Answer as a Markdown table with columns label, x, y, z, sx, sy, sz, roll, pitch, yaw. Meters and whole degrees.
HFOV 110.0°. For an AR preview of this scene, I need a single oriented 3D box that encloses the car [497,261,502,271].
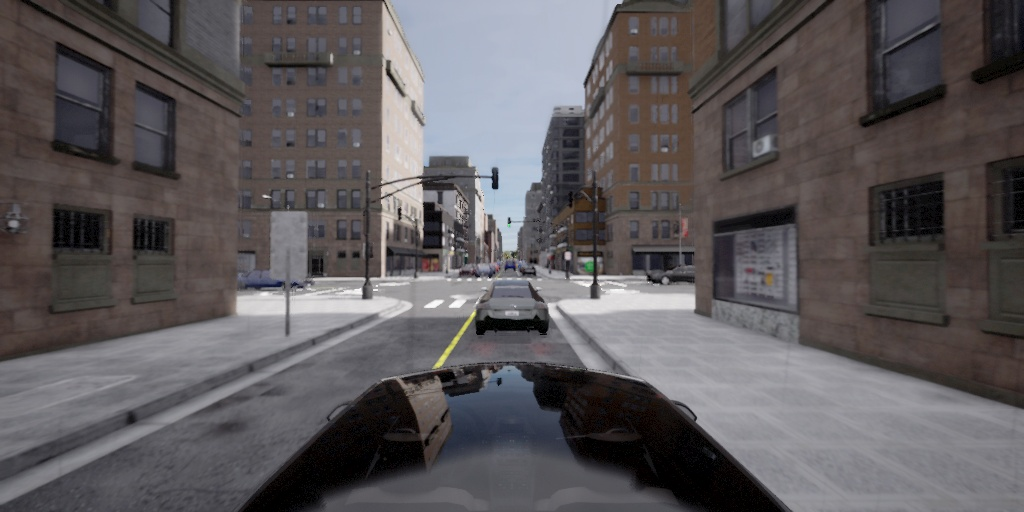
| label | x | y | z | sx | sy | sz | roll | pitch | yaw |
| --- | --- | --- | --- | --- | --- | --- | --- | --- | --- |
| car | -3.236 | 2.025 | 62.572 | 1.882 | 1.535 | 5.008 | 0 | -1 | 0 |

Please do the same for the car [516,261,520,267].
| label | x | y | z | sx | sy | sz | roll | pitch | yaw |
| --- | --- | --- | --- | --- | --- | --- | --- | --- | --- |
| car | 2.210 | 2.125 | 63.443 | 1.948 | 1.339 | 4.313 | 0 | 0 | 0 |

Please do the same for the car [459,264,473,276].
| label | x | y | z | sx | sy | sz | roll | pitch | yaw |
| --- | --- | --- | --- | --- | --- | --- | --- | --- | --- |
| car | -5.794 | 1.771 | 46.903 | 1.967 | 1.591 | 4.097 | 0 | 0 | 0 |

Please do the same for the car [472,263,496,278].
| label | x | y | z | sx | sy | sz | roll | pitch | yaw |
| --- | --- | --- | --- | --- | --- | --- | --- | --- | --- |
| car | -3.272 | 1.803 | 42.942 | 1.812 | 1.442 | 4.674 | 0 | -1 | 1 |

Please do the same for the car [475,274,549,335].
| label | x | y | z | sx | sy | sz | roll | pitch | yaw |
| --- | --- | --- | --- | --- | --- | --- | --- | --- | --- |
| car | -0.020 | 1.426 | 10.992 | 1.994 | 1.385 | 4.181 | 0 | -1 | -1 |

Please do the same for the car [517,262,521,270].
| label | x | y | z | sx | sy | sz | roll | pitch | yaw |
| --- | --- | --- | --- | --- | --- | --- | --- | --- | --- |
| car | 2.217 | 2.064 | 57.933 | 1.802 | 1.307 | 4.207 | 0 | 0 | 0 |

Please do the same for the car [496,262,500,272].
| label | x | y | z | sx | sy | sz | roll | pitch | yaw |
| --- | --- | --- | --- | --- | --- | --- | --- | --- | --- |
| car | -3.256 | 1.957 | 52.620 | 2.033 | 1.411 | 5.357 | 0 | -1 | 0 |

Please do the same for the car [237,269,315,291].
| label | x | y | z | sx | sy | sz | roll | pitch | yaw |
| --- | --- | --- | --- | --- | --- | --- | --- | --- | --- |
| car | -16.561 | 1.629 | 24.580 | 5.357 | 1.411 | 2.033 | 0 | -1 | 0 |

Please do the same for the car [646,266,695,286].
| label | x | y | z | sx | sy | sz | roll | pitch | yaw |
| --- | --- | --- | --- | --- | --- | --- | --- | --- | --- |
| car | 13.138 | 1.517 | 28.219 | 4.892 | 1.490 | 1.837 | 0 | -1 | 0 |

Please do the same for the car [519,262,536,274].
| label | x | y | z | sx | sy | sz | roll | pitch | yaw |
| --- | --- | --- | --- | --- | --- | --- | --- | --- | --- |
| car | 2.231 | 1.897 | 46.912 | 1.948 | 1.339 | 4.313 | 0 | 0 | 0 |
